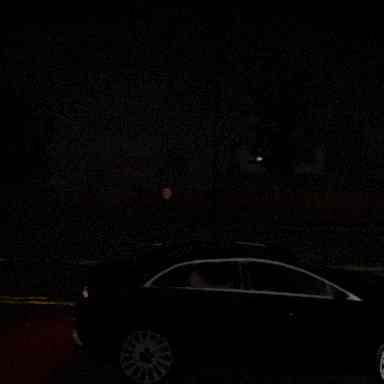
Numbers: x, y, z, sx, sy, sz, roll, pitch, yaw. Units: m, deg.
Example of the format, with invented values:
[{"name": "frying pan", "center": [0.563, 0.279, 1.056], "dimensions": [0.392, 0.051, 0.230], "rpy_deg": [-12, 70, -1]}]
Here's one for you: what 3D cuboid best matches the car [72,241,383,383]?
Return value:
[{"name": "car", "center": [0.918, 1.472, 4.589], "dimensions": [4.902, 1.511, 2.128], "rpy_deg": [1, 0, 3]}]
